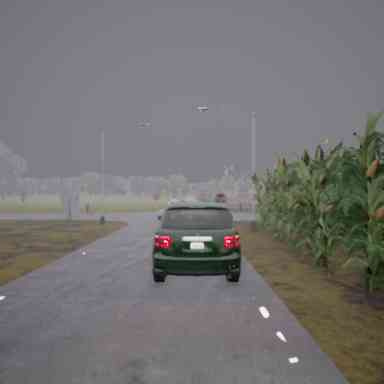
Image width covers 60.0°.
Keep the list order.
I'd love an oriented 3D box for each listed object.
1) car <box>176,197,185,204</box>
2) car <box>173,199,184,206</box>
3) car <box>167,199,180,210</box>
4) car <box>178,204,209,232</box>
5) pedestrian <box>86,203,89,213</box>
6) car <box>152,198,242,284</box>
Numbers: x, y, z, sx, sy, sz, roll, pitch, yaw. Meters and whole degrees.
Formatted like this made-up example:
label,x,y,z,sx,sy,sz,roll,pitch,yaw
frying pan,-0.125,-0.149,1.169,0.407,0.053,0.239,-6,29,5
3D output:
label,x,y,z,sx,sy,sz,roll,pitch,yaw
car,-2.681,2.073,80.021,1.882,1.535,5.008,0,0,0
car,-2.692,2.069,68.432,1.994,1.385,4.181,0,-1,0
car,-2.794,1.892,50.717,1.812,1.442,4.674,0,0,0
car,0.107,1.634,22.426,1.882,1.535,5.008,0,0,0
pedestrian,-12.149,1.898,38.671,0.500,1.100,0.500,0,1,0
car,0.102,1.289,9.949,2.150,2.045,5.566,0,0,0
